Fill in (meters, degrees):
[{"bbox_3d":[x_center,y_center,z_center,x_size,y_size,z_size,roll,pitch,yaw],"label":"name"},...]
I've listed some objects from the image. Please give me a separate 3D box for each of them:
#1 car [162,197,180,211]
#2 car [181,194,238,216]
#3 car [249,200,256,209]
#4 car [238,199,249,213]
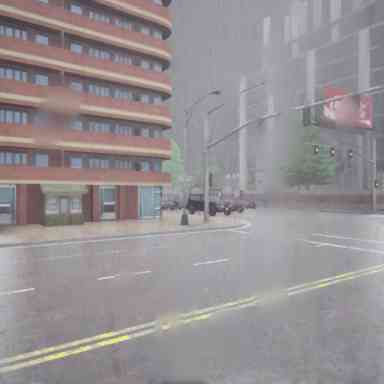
[{"bbox_3d":[-3.893,1.352,40.735,2.097,1.767,4.553,0,0,-35],"label":"car"},{"bbox_3d":[1.639,1.222,32.829,2.150,2.045,5.566,0,0,-35],"label":"car"},{"bbox_3d":[6.548,1.564,44.475,1.994,1.385,4.181,0,0,-35],"label":"car"},{"bbox_3d":[3.562,1.601,36.187,1.895,1.301,4.718,0,0,-35],"label":"car"}]
